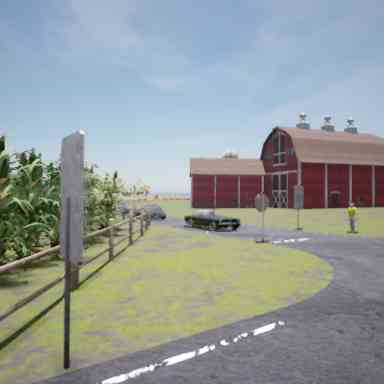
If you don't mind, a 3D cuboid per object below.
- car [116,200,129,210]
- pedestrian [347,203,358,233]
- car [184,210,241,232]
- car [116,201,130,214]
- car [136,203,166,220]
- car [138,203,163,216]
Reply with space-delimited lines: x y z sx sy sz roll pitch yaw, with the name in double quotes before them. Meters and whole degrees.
"car" -13.359 2.451 63.899 2.097 1.767 4.553 1 -1 -17
"pedestrian" 9.823 1.571 20.331 0.375 1.860 0.375 0 0 -32
"car" 1.352 1.928 23.052 1.895 1.301 4.718 1 -1 -29
"car" -9.878 2.111 45.826 2.097 1.767 4.553 1 -1 -22
"car" -4.152 2.090 33.340 1.994 1.385 4.181 1 -1 -26
"car" -5.464 2.228 42.969 1.837 1.490 4.892 1 -1 -24
